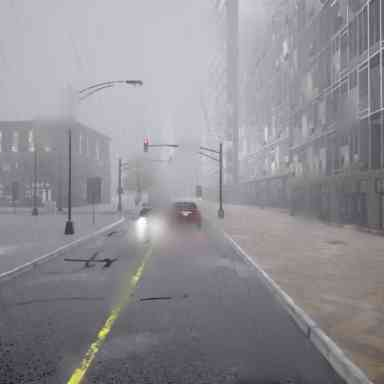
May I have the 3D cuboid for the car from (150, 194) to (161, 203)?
[{"bbox_3d":[-7.388,1.336,67.217,2.097,1.767,4.553,0,0,-7],"label":"car"}]

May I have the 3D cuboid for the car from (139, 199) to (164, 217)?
[{"bbox_3d":[-3.912,1.601,31.552,1.895,1.301,4.718,0,0,-4],"label":"car"}]

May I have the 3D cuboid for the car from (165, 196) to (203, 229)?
[{"bbox_3d":[-0.533,1.356,21.928,2.097,1.767,4.553,0,0,-4],"label":"car"}]

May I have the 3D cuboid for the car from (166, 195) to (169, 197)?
[{"bbox_3d":[-6.063,1.454,77.371,1.882,1.535,5.008,0,0,-9],"label":"car"}]

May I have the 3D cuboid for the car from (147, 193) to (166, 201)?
[{"bbox_3d":[-5.379,1.214,49.565,2.150,2.045,5.566,0,0,-5],"label":"car"}]

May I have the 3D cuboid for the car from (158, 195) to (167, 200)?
[{"bbox_3d":[-7.788,1.405,87.671,1.895,1.301,4.718,0,0,-11],"label":"car"}]
